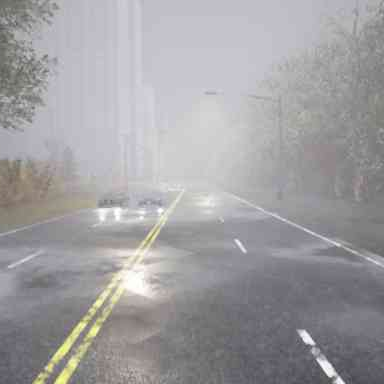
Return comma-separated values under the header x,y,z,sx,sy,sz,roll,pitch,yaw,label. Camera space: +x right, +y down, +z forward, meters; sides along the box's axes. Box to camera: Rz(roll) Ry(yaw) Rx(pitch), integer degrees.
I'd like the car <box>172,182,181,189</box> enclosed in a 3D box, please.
x,y,z,sx,sy,sz,roll,pitch,yaw,label
-3.175,-1.331,69.825,1.812,1.442,4.674,-1,2,0,car

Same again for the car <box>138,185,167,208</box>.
x,y,z,sx,sy,sz,roll,pitch,yaw,label
-3.322,0.450,28.084,1.812,1.442,4.674,-1,2,0,car

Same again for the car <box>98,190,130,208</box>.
x,y,z,sx,sy,sz,roll,pitch,yaw,label
-6.570,0.531,28.208,1.994,1.385,4.181,-1,2,0,car

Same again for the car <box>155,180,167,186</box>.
x,y,z,sx,sy,sz,roll,pitch,yaw,label
-6.429,-1.581,69.789,2.150,2.045,5.566,-1,2,0,car
